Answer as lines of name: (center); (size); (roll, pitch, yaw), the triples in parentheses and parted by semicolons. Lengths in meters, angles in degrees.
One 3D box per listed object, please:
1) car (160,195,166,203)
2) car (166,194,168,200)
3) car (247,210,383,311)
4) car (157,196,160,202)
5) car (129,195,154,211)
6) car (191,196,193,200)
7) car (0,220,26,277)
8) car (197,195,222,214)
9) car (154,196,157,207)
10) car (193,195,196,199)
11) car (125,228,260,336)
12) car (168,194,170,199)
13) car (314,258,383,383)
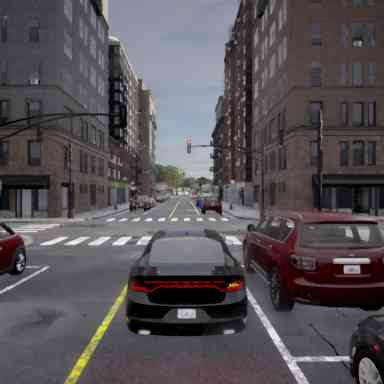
car: (-6.805, 1.538, 67.576); (1.887, 1.381, 4.507); (0, 0, -1)
car: (-6.918, 1.538, 73.078); (1.887, 1.381, 4.507); (0, 0, -1)
car: (2.496, 1.315, 7.680); (2.192, 1.841, 5.009); (0, 0, -1)
car: (-6.466, 1.547, 51.068); (2.008, 1.369, 4.403); (0, 0, -1)
car: (-6.240, 1.312, 40.063); (2.192, 1.841, 5.009); (0, 0, -1)
car: (0.672, 1.516, 95.429); (1.752, 1.417, 4.829); (0, 0, -1)
car: (-5.527, 1.440, 7.511); (1.967, 1.590, 4.097); (0, 0, -1)
car: (1.993, 1.313, 34.731); (2.192, 1.841, 5.009); (0, 0, -1)
car: (-6.353, 1.562, 45.565); (1.947, 1.339, 4.313); (0, 0, -1)
car: (1.634, 1.311, 51.239); (2.192, 1.841, 5.009); (0, 0, -1)
car: (-0.104, 1.477, 6.928); (1.882, 1.535, 5.008); (0, 0, -1)
car: (-7.031, 1.543, 78.580); (2.008, 1.369, 4.403); (0, 0, -1)
car: (2.615, 1.551, 1.999); (2.008, 1.369, 4.403); (0, 0, -1)
